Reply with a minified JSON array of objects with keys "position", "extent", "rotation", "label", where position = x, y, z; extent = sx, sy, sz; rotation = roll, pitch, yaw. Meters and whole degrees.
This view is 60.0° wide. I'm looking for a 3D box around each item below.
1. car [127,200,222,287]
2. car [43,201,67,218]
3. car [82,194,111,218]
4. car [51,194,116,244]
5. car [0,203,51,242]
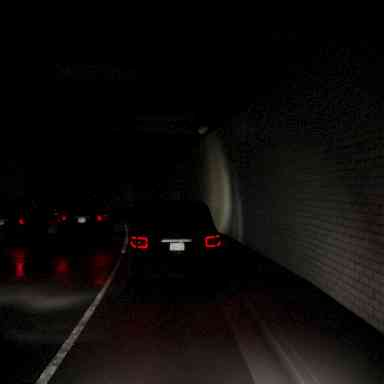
[{"position":[-0.589,1.220,9.522],"extent":[2.150,2.045,5.566],"rotation":[0,0,-6],"label":"car"},{"position":[-12.701,1.601,30.850],"extent":[1.895,1.301,4.718],"rotation":[0,0,-23],"label":"car"},{"position":[-9.138,1.225,31.444],"extent":[2.150,2.045,5.566],"rotation":[0,0,-22],"label":"car"},{"position":[-4.940,1.225,16.075],"extent":[2.150,2.045,5.566],"rotation":[0,0,-10],"label":"car"},{"position":[-8.563,1.351,16.311],"extent":[2.097,1.767,4.553],"rotation":[0,0,-11],"label":"car"}]
